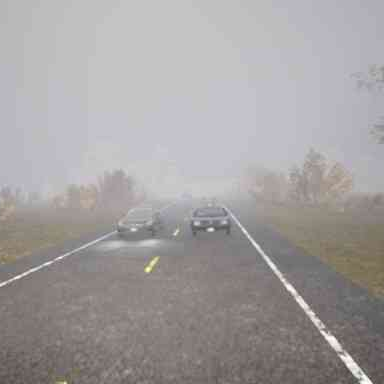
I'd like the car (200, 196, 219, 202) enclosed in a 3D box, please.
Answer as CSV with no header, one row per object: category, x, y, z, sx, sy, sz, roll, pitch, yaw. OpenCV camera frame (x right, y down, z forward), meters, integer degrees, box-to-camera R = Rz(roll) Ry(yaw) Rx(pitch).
car,1.740,1.133,32.868,2.033,1.411,5.357,-2,1,3

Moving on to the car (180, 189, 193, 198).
car,-1.048,0.415,65.309,2.150,2.045,5.566,-2,1,0

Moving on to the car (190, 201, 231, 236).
car,0.975,1.388,17.240,1.895,1.301,4.718,-2,1,3

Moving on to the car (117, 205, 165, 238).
car,-2.585,1.444,17.664,1.812,1.442,4.674,-2,1,3
